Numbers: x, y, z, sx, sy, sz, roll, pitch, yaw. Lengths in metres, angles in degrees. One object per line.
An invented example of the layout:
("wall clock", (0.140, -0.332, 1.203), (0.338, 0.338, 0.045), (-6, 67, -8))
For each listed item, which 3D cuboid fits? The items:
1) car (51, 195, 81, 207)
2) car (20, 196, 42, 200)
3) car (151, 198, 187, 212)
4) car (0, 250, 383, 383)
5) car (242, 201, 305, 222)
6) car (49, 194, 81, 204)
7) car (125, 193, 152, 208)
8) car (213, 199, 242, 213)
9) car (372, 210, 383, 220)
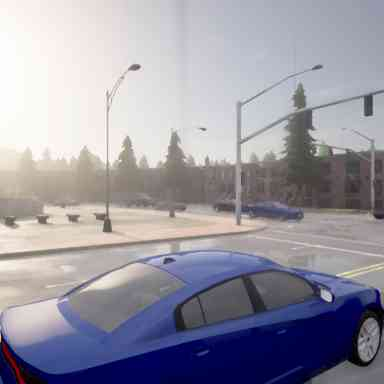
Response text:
("car", (-19.208, 1.563, 51.102), (4.181, 1.385, 1.994), (0, 0, 22))
("car", (-29.923, 1.503, 60.651), (4.892, 1.490, 1.837), (0, 0, 5))
("car", (-2.485, 1.562, 38.701), (1.994, 1.385, 4.181), (0, 0, -40))
("car", (0.427, 1.477, 4.100), (5.008, 1.535, 1.882), (0, 0, -35))
("car", (6.558, 1.475, 26.439), (1.882, 1.535, 5.008), (0, 0, -33))
("car", (-21.247, 1.130, 55.665), (5.008, 1.535, 1.882), (0, 0, 16))
("car", (-7.276, 1.219, 48.270), (5.566, 2.045, 2.150), (0, 0, 36))
("car", (4.307, 1.475, 35.628), (1.882, 1.535, 5.008), (0, 0, -37))
("car", (15.454, 1.597, 23.486), (4.718, 1.301, 1.895), (0, 0, 31))
